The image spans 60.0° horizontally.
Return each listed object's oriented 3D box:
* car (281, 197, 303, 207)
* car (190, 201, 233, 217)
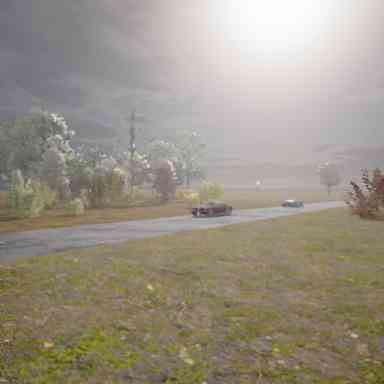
[{"bbox_3d":[14.233,1.440,47.079,1.994,1.385,4.181,0,0,36],"label":"car"},{"bbox_3d":[1.802,1.485,29.916,1.895,1.301,4.718,0,0,36],"label":"car"}]
